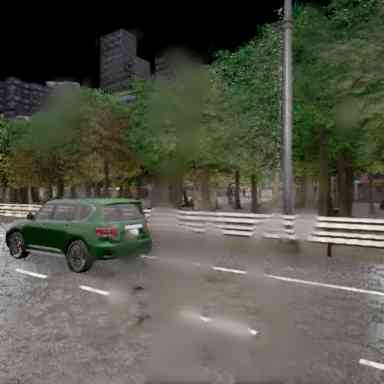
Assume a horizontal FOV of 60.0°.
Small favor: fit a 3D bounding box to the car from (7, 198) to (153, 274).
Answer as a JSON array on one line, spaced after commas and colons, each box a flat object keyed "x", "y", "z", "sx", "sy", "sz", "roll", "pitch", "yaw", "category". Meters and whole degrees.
[{"x": -3.798, "y": 1.224, "z": 10.874, "sx": 5.566, "sy": 2.045, "sz": 2.150, "roll": 0, "pitch": 0, "yaw": 35, "category": "car"}]
